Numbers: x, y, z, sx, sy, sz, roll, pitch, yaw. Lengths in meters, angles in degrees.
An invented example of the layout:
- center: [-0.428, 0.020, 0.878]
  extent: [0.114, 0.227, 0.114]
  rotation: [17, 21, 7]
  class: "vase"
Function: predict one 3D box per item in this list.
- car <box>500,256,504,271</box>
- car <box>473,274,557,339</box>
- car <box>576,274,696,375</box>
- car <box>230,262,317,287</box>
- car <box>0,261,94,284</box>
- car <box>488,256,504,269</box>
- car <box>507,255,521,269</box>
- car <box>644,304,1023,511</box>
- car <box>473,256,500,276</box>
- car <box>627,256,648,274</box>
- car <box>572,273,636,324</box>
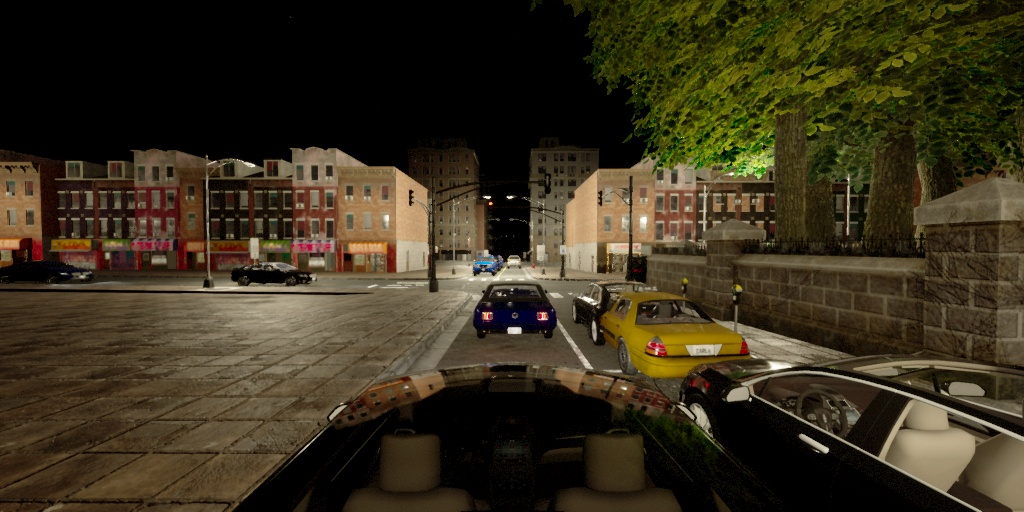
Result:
- center: [-2.645, 0.988, 47.873]
  extent: [2.150, 2.045, 5.566]
  rotation: [0, 0, 1]
  class: "car"
- center: [0.076, 1.348, 10.086]
  extent: [1.895, 1.301, 4.718]
  rotation: [0, 0, 0]
  class: "car"
- center: [2.687, 1.273, 7.307]
  extent: [1.751, 1.417, 4.829]
  rotation: [0, 0, 0]
  class: "car"
- center: [-15.025, 1.159, 22.748]
  extent: [4.902, 1.511, 2.128]
  rotation: [1, 1, 0]
  class: "car"
- center: [-29.628, 1.032, 22.784]
  extent: [4.674, 1.442, 1.812]
  rotation: [1, 1, 0]
  class: "car"
- center: [-2.553, 0.999, 58.546]
  extent: [2.150, 2.045, 5.566]
  rotation: [0, 0, 1]
  class: "car"
- center: [0.374, 1.000, 59.318]
  extent: [2.150, 2.045, 5.566]
  rotation: [0, 0, 1]
  class: "car"
- center: [2.637, 1.300, 2.146]
  extent: [2.007, 1.370, 4.403]
  rotation: [0, 0, 0]
  class: "car"
- center: [-2.744, 0.978, 37.261]
  extent: [2.150, 2.045, 5.566]
  rotation: [0, 0, 0]
  class: "car"
- center: [10.137, 1.018, 22.685]
  extent: [5.566, 2.045, 2.150]
  rotation: [0, 1, 0]
  class: "car"
- center: [2.662, 1.298, 9.281]
  extent: [2.007, 1.370, 4.403]
  rotation: [0, 0, 0]
  class: "car"
